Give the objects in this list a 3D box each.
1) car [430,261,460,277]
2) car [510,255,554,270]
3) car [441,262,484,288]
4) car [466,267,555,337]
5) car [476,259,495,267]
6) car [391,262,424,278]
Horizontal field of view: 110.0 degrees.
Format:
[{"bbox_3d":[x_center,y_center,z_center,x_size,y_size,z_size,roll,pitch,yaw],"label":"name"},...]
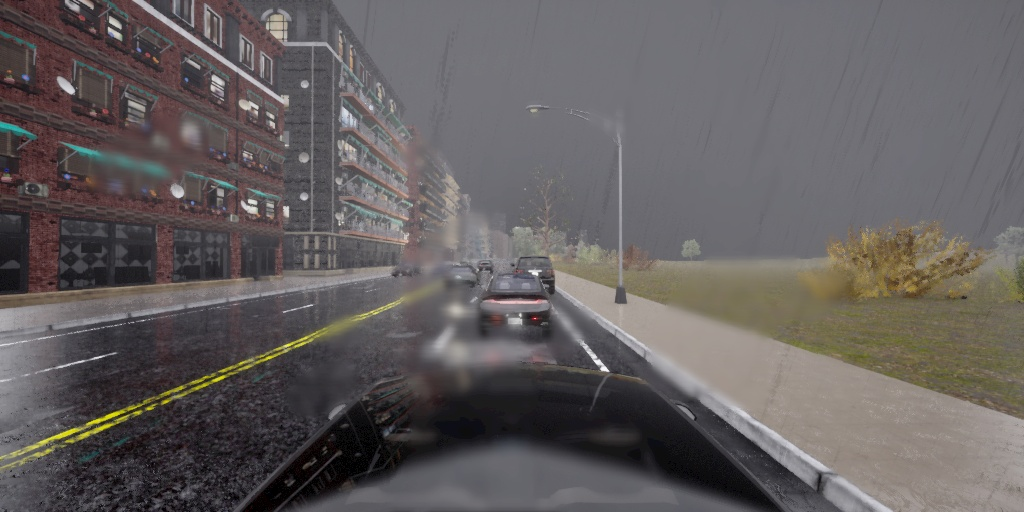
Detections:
[{"bbox_3d":[-6.623,1.353,34.847,1.895,1.301,4.718,0,0,0],"label":"car"},{"bbox_3d":[1.126,0.977,20.208,2.150,2.045,5.566,0,0,0],"label":"car"},{"bbox_3d":[-3.164,1.316,23.715,1.994,1.385,4.181,0,0,0],"label":"car"},{"bbox_3d":[0.095,1.243,10.338,2.128,1.511,4.902,0,0,0],"label":"car"},{"bbox_3d":[-3.177,1.254,43.793,1.837,1.490,4.892,0,-1,0],"label":"car"},{"bbox_3d":[-9.872,1.299,34.389,2.033,1.411,5.357,0,0,0],"label":"car"}]
